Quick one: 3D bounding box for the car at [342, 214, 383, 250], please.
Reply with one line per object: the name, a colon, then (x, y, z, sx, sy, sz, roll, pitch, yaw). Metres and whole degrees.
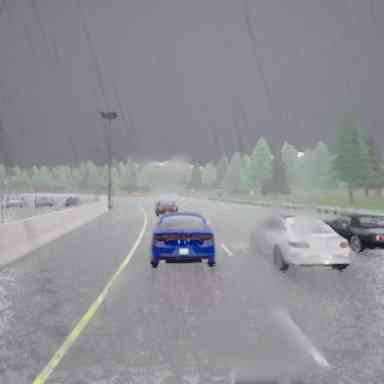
car: (6.551, 1.507, 13.131, 1.895, 1.301, 4.718, 0, 0, -4)

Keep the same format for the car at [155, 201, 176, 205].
car: (-2.406, 1.435, 30.322, 1.895, 1.301, 4.718, 0, 0, -9)

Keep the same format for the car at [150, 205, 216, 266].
car: (-0.352, 1.414, 11.318, 1.882, 1.535, 5.008, 0, 0, -3)

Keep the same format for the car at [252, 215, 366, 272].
car: (3.203, 1.457, 10.498, 1.812, 1.442, 4.674, 0, 0, -3)
